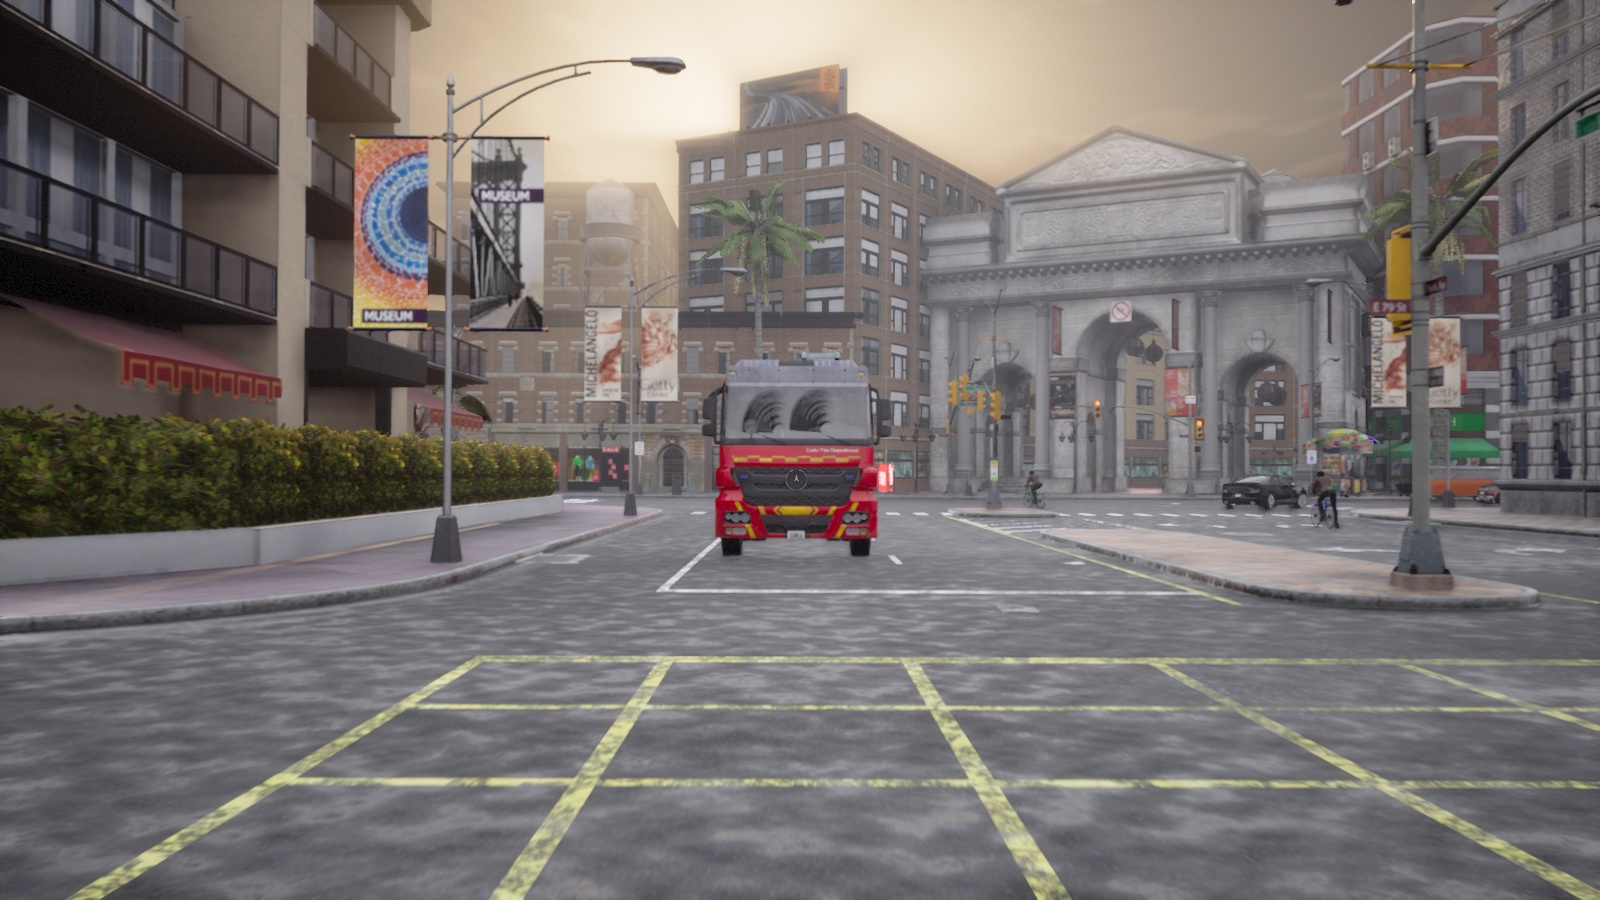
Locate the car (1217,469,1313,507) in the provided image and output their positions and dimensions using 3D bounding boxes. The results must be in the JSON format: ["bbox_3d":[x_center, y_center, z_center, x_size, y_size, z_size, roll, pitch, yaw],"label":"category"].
[{"bbox_3d":[20.150,1.620,54.274,5.008,1.535,1.882,1,-2,-44],"label":"car"}]

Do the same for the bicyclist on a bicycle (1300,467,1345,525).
[{"bbox_3d":[14.912,1.308,35.862,0.582,1.620,1.656,0,-1,0],"label":"bicyclist on a bicycle"}]

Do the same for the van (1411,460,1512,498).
[{"bbox_3d":[35.381,1.553,67.229,4.442,1.987,1.775,0,-1,0],"label":"van"}]

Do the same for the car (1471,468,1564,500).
[{"bbox_3d":[36.389,1.718,63.759,3.705,1.549,1.789,0,-1,0],"label":"car"}]

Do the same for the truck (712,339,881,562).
[{"bbox_3d":[-0.068,0.083,25.856,2.891,3.827,8.468,0,-1,0],"label":"truck"}]
